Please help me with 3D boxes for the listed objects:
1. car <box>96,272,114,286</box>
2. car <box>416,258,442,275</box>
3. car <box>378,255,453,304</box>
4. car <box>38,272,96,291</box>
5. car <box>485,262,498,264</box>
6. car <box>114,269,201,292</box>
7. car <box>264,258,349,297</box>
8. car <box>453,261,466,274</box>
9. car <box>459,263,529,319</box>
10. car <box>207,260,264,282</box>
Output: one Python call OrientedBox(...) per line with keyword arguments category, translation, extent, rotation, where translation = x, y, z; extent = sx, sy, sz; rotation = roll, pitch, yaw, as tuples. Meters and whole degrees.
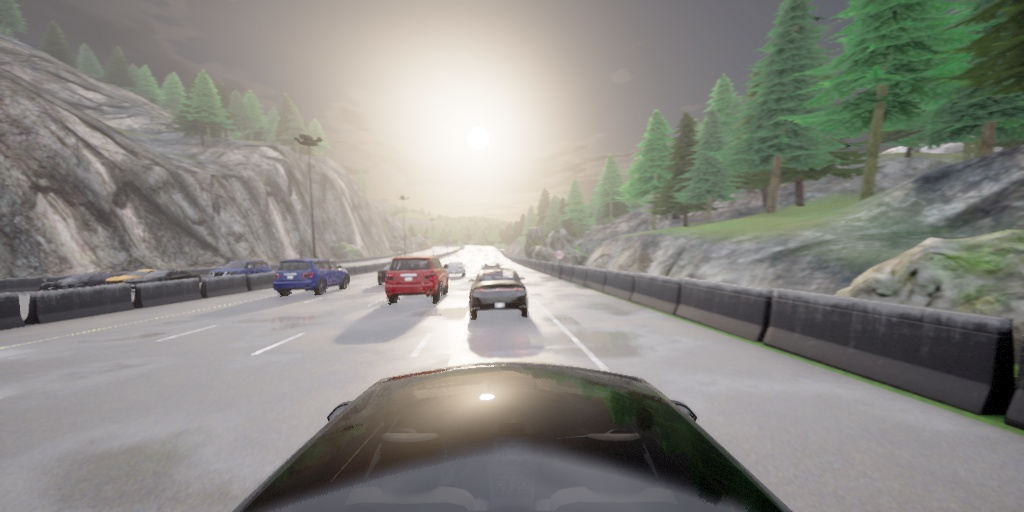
OrientedBox(category="car", translation=(-29.761, 1.840, 29.090), extent=(1.882, 1.535, 5.008), rotation=(-1, 0, -3))
OrientedBox(category="car", translation=(-9.393, 1.123, 40.957), extent=(2.097, 1.767, 4.553), rotation=(-1, 1, -4))
OrientedBox(category="car", translation=(-4.308, 1.002, 16.974), extent=(2.150, 2.045, 5.566), rotation=(-1, 0, -4))
OrientedBox(category="car", translation=(-33.219, 2.001, 28.315), extent=(2.033, 1.411, 5.357), rotation=(-1, 0, -3))
OrientedBox(category="car", translation=(-1.732, 1.206, 31.205), extent=(1.994, 1.385, 4.181), rotation=(-1, 0, -4))
OrientedBox(category="car", translation=(-26.140, 1.758, 26.984), extent=(1.882, 1.535, 5.008), rotation=(-1, 0, -3))
OrientedBox(category="car", translation=(-11.599, 1.167, 21.130), extent=(2.150, 2.045, 5.566), rotation=(-1, 1, -4))
OrientedBox(category="car", translation=(-5.505, 1.239, 35.224), extent=(1.812, 1.442, 4.674), rotation=(-1, 0, -4))
OrientedBox(category="car", translation=(-0.517, 1.197, 12.761), extent=(2.128, 1.511, 4.902), rotation=(-1, 0, -4))
OrientedBox(category="car", translation=(-22.832, 1.405, 30.395), extent=(2.150, 2.045, 5.566), rotation=(-1, 0, -4))
